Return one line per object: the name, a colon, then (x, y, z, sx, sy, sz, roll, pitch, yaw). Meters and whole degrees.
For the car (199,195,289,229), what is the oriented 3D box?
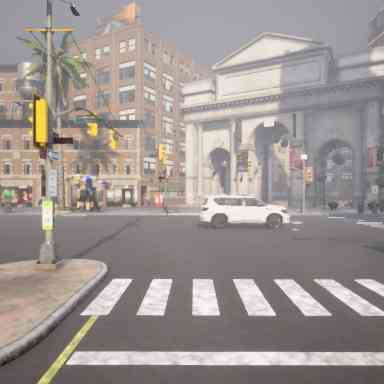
car: (3.224, 1.221, 21.014, 5.566, 2.045, 2.150, 0, 0, 0)
